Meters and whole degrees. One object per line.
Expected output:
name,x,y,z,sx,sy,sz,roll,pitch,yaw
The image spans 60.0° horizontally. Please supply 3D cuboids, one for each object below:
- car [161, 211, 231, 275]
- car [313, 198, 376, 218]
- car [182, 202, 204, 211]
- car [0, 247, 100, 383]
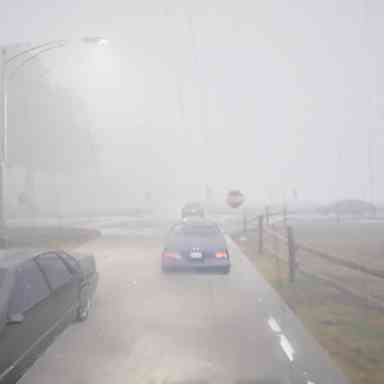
car,0.094,1.542,10.373,2.033,1.411,5.357,0,0,0
car,12.662,1.322,27.722,4.892,1.490,1.837,-1,1,0
car,0.085,1.554,30.127,1.994,1.385,4.181,0,0,0
car,-2.750,1.544,4.459,2.033,1.411,5.357,0,0,0
